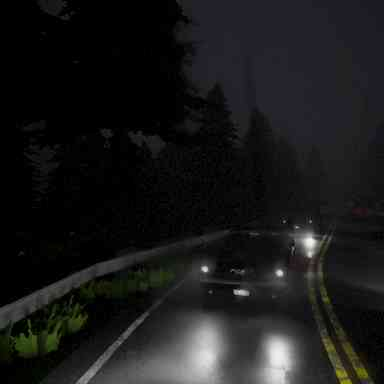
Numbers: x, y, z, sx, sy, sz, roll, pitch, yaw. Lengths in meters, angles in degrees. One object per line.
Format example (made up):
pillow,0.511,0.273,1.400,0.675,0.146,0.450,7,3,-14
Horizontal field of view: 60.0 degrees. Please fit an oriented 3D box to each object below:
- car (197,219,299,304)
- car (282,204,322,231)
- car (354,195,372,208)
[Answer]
car,1.618,1.599,8.437,1.895,1.301,4.718,-1,0,18
car,6.730,1.461,20.065,2.033,1.411,5.357,-2,0,26
car,20.738,1.059,40.208,2.128,1.511,4.902,-2,0,28
